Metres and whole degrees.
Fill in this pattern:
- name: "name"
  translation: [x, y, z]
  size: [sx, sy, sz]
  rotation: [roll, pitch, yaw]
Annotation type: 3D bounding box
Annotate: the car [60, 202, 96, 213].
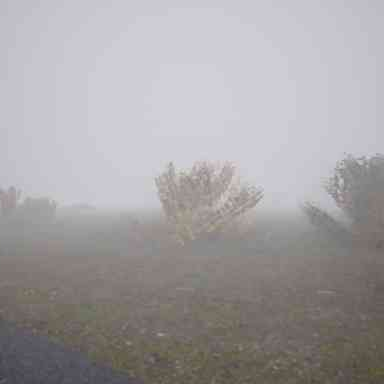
- name: "car"
  translation: [-16.592, 2.223, 48.614]
  size: [2.033, 1.411, 5.357]
  rotation: [-2, -2, 36]
